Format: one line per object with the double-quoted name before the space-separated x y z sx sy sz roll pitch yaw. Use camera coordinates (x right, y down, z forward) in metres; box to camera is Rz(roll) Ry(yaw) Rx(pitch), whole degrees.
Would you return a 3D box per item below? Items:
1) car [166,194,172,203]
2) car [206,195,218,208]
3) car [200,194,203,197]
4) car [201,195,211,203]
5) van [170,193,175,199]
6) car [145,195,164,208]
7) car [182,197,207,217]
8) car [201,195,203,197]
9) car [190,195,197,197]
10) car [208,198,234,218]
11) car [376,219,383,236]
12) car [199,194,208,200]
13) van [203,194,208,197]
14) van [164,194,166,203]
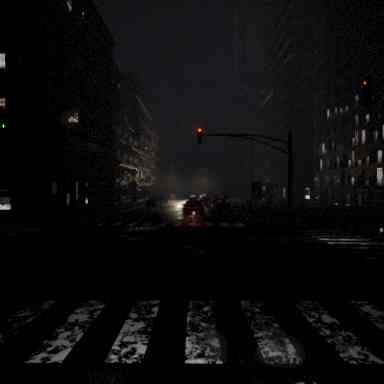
"car" -5.500 1.470 63.892 1.887 1.381 4.507 -1 0 0
"car" 2.756 1.410 35.669 1.967 1.590 4.097 -1 0 0
"car" 2.847 1.365 63.898 1.967 1.590 4.097 -1 0 0
"car" 2.871 1.353 69.544 1.967 1.590 4.097 -1 0 0
"van" -5.466 1.242 75.186 1.690 1.788 3.998 -1 0 0
"car" -5.553 1.520 46.955 1.947 1.339 4.313 -1 0 0
"car" 0.166 1.482 30.577 1.837 1.490 4.892 0 0 0
"car" 2.812 1.490 52.607 1.887 1.381 4.507 -1 0 0
"car" 0.250 1.426 71.143 2.128 1.511 4.902 0 0 0
"car" 2.740 1.522 30.024 1.887 1.381 4.507 -1 0 0
"car" 11.254 1.520 15.542 4.902 1.511 2.128 0 1 -2
"car" 2.956 1.313 86.482 1.967 1.590 4.097 -1 0 0
"van" 2.791 1.295 46.961 1.690 1.788 3.998 -1 0 0
"van" -5.539 1.286 52.601 1.690 1.788 3.998 -1 0 0
